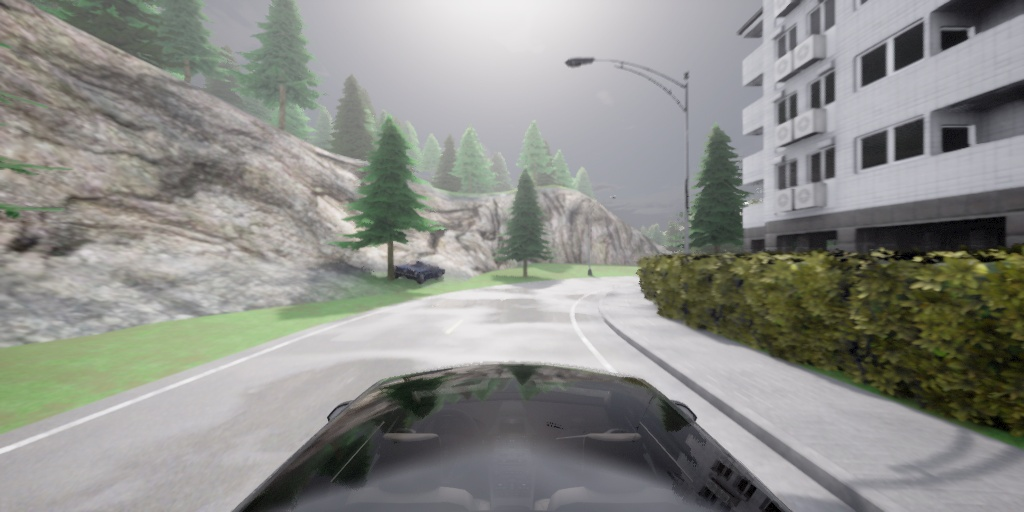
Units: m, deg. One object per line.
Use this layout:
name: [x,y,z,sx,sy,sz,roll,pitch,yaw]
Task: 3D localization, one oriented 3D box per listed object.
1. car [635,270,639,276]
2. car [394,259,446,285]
car: [14.996,1.501,37.893,4.181,1.385,1.994,0,0,-31]
car: [-6.162,0.965,24.188,1.895,1.301,4.718,12,3,11]
